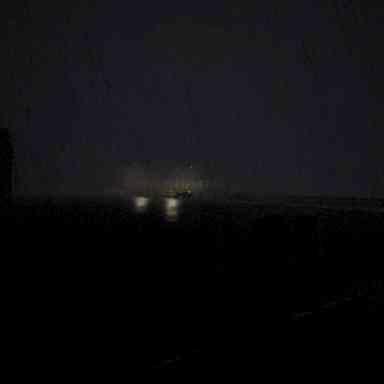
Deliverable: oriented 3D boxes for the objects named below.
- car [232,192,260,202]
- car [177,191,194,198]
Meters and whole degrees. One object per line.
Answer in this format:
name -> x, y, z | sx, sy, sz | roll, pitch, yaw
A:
car -> 8.390, 0.775, 51.904 | 1.882, 1.535, 5.008 | 0, 1, -35
car -> -1.472, 0.465, 65.870 | 1.994, 1.385, 4.181 | 0, 1, -35
